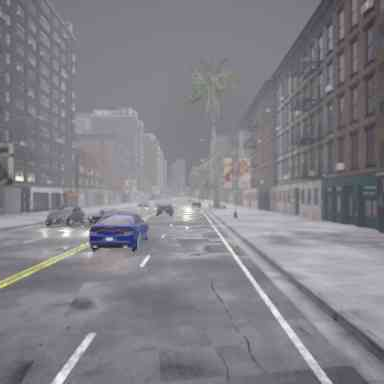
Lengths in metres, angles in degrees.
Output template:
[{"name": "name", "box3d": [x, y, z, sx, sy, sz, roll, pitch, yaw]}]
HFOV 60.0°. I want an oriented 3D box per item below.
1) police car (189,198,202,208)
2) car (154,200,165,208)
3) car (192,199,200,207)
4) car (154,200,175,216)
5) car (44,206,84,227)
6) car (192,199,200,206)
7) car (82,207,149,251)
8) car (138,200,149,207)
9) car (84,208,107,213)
[{"name": "police car", "box3d": [0.945, 2.327, 66.404, 1.930, 1.638, 5.238, 0, -1, 0]}, {"name": "car", "box3d": [-6.536, 2.392, 67.397, 1.882, 1.535, 5.008, 0, -1, 0]}, {"name": "car", "box3d": [0.940, 2.493, 76.483, 1.801, 1.575, 5.366, 0, -1, 0]}, {"name": "car", "box3d": [-3.168, 2.053, 40.238, 1.837, 1.490, 4.892, 0, -1, 0]}, {"name": "car", "box3d": [-9.861, 1.860, 26.206, 1.837, 1.490, 4.892, 0, -1, 0]}, {"name": "car", "box3d": [0.937, 2.575, 82.482, 1.801, 1.575, 5.366, 0, -1, 0]}, {"name": "car", "box3d": [-3.160, 1.683, 15.220, 1.882, 1.535, 5.008, 0, -1, 0]}, {"name": "car", "box3d": [-9.783, 2.415, 67.492, 1.837, 1.490, 4.892, 0, 0, 0]}, {"name": "car", "box3d": [-6.613, 1.955, 26.135, 1.895, 1.301, 4.718, 0, -1, 0]}]
